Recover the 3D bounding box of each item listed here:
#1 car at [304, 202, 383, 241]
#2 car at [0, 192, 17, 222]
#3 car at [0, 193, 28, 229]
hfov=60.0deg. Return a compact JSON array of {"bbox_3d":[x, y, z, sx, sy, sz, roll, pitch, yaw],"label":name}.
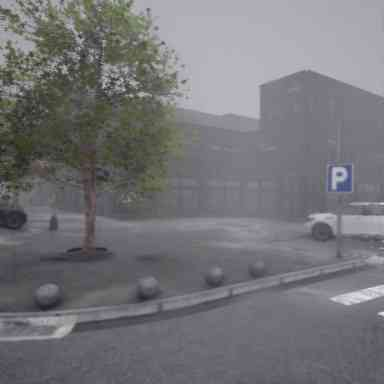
[{"bbox_3d":[8.529,1.494,16.516,5.566,2.045,2.435,0,-1,35],"label":"car"},{"bbox_3d":[-15.488,0.993,22.855,2.435,2.045,5.566,2,-1,34],"label":"car"},{"bbox_3d":[-11.991,1.041,18.123,2.435,2.045,5.566,1,-1,34],"label":"car"}]
